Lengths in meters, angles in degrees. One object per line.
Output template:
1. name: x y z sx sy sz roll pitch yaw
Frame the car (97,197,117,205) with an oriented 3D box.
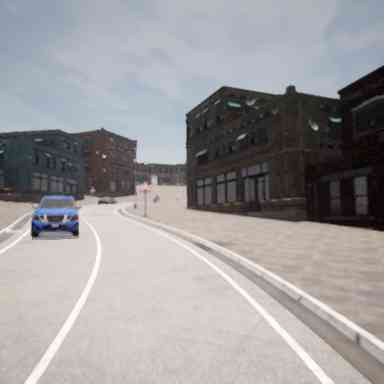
1. car: -15.214 1.571 59.862 2.033 1.411 5.357 -1 0 8

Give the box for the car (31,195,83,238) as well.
1. car: -7.233 1.204 18.015 2.150 2.045 5.566 1 0 -19
